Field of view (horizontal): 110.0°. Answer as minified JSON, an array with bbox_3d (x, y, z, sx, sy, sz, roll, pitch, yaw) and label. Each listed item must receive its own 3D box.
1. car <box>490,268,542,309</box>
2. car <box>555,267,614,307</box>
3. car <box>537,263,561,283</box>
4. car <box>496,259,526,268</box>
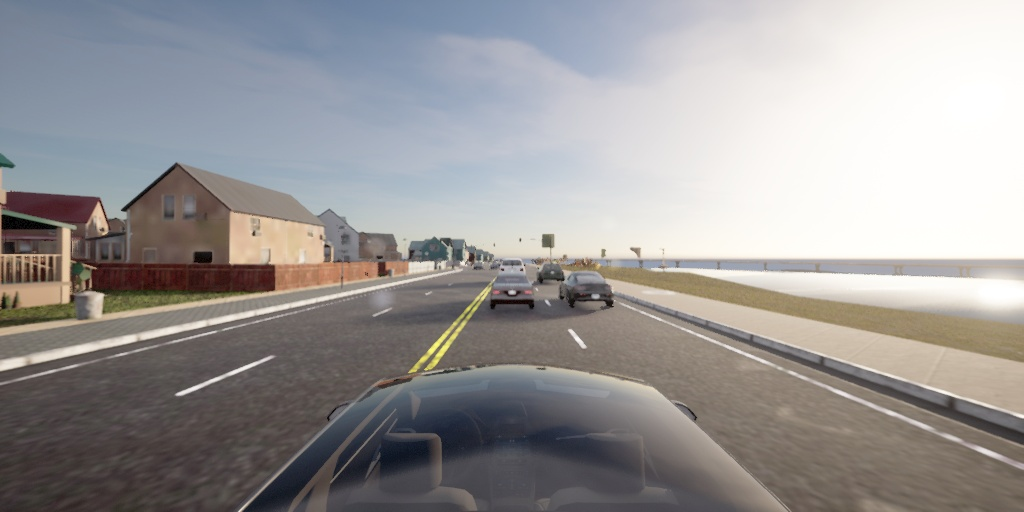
[{"bbox_3d":[0.009,1.431,15.822,2.033,1.411,5.357,0,-1,0],"label":"car"},{"bbox_3d":[3.262,1.413,16.216,1.812,1.442,4.674,0,0,0],"label":"car"},{"bbox_3d":[3.268,1.382,30.904,2.097,1.767,4.553,0,-1,0],"label":"car"},{"bbox_3d":[0.017,1.248,30.863,2.150,2.045,5.566,0,0,0],"label":"car"}]
